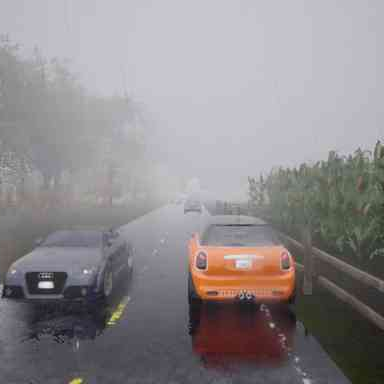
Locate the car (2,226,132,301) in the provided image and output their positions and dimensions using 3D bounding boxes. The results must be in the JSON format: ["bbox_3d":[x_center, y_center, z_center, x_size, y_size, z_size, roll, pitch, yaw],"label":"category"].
[{"bbox_3d":[-2.748,1.562,8.248,1.994,1.385,4.181,0,0,0],"label":"car"}]

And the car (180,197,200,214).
[{"bbox_3d":[0.084,1.542,35.644,2.033,1.411,5.357,0,0,0],"label":"car"}]

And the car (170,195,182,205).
[{"bbox_3d":[-2.731,1.485,56.628,2.128,1.511,4.902,0,0,0],"label":"car"}]

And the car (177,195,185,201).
[{"bbox_3d":[-2.721,1.477,83.298,1.882,1.535,5.008,0,0,0],"label":"car"}]

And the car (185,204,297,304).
[{"bbox_3d":[0.963,1.349,8.277,2.097,1.767,4.553,0,0,0],"label":"car"}]

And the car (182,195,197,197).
[{"bbox_3d":[0.072,1.346,46.206,2.097,1.767,4.553,0,0,0],"label":"car"}]
